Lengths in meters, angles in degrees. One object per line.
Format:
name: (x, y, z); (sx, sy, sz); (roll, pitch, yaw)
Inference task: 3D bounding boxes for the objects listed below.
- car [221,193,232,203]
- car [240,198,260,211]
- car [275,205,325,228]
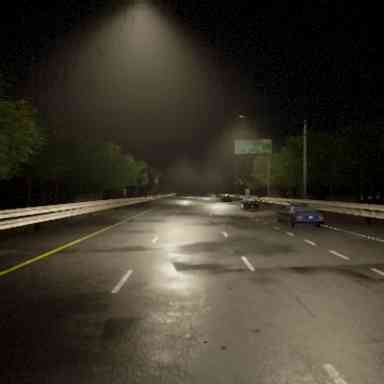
car: (7.246, 1.511, 70.762); (1.994, 1.385, 4.181); (0, 0, 0)
car: (7.098, 1.482, 41.196); (2.128, 1.511, 4.902); (0, 0, 0)
car: (7.029, 1.549, 22.170); (2.033, 1.411, 5.357); (0, 0, 0)
